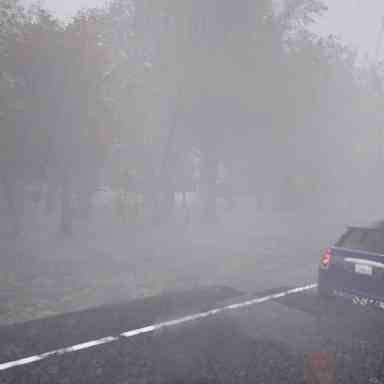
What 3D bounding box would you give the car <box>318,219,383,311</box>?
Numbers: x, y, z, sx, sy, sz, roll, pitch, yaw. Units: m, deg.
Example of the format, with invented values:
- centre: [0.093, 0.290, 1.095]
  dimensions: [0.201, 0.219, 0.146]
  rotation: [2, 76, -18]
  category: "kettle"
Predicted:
- centre: [4.785, 1.410, 7.162]
  dimensions: [4.553, 1.767, 2.097]
  rotation: [0, 0, -36]
  category: "car"
